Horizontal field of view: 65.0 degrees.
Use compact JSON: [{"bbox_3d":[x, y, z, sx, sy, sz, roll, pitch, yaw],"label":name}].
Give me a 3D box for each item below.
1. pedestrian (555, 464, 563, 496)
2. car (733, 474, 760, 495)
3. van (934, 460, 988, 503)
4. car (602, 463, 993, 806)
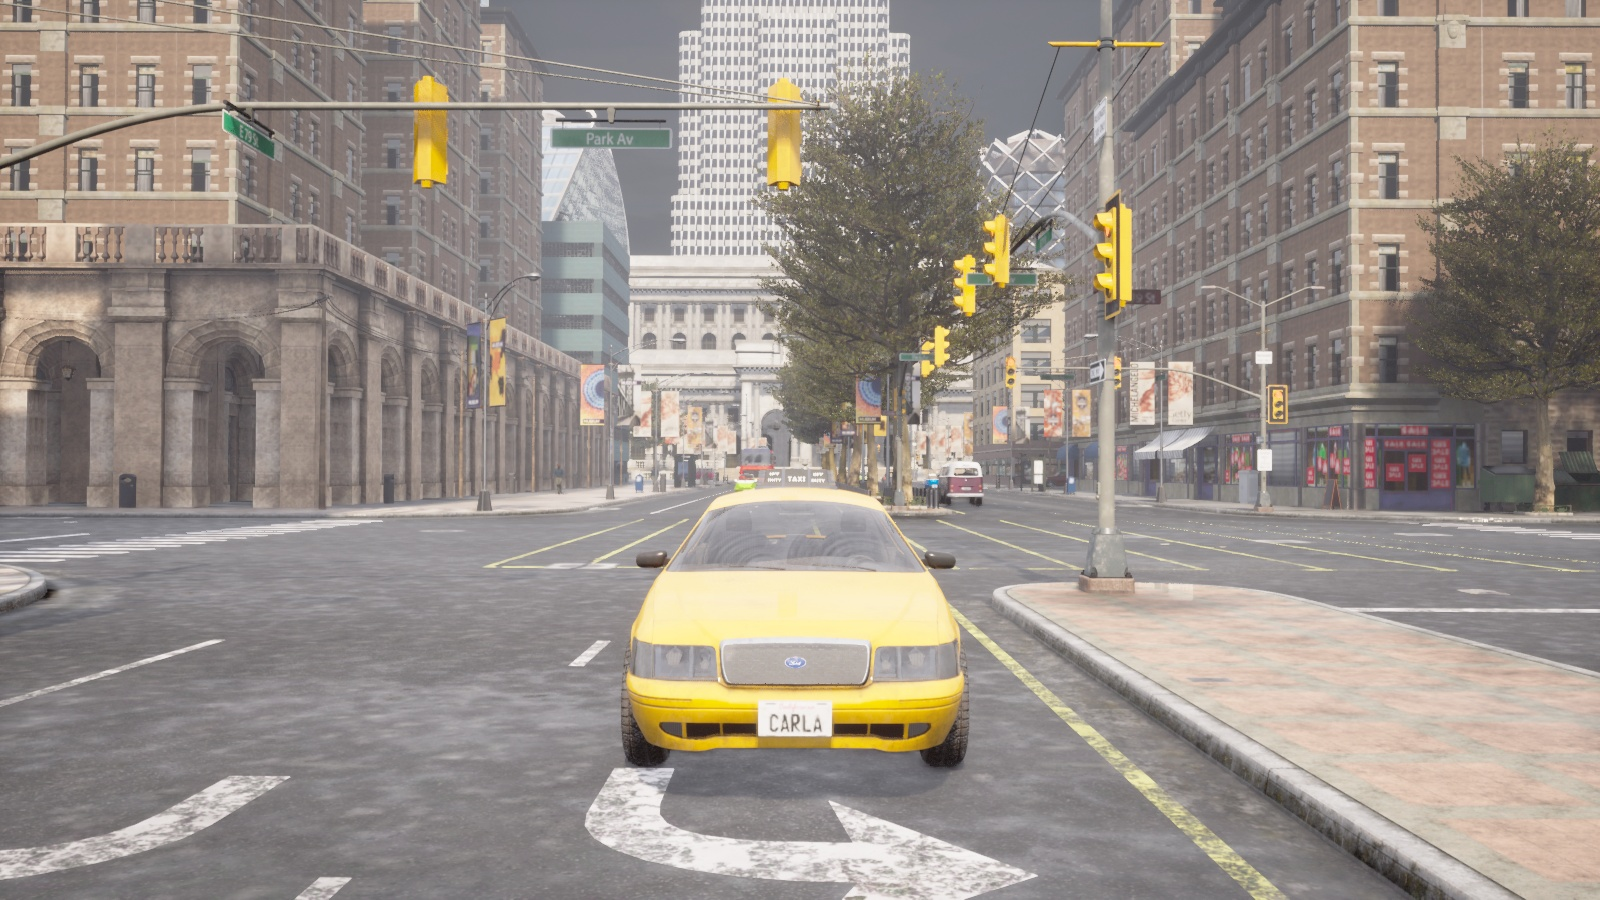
[{"bbox_3d":[-13.727,1.717,71.545,0.370,1.835,0.726,0,-1,0],"label":"pedestrian"},{"bbox_3d":[-3.458,2.244,81.727,1.481,1.376,2.207,-1,-1,4],"label":"car"},{"bbox_3d":[7.853,1.532,61.572,2.069,2.038,4.480,0,-1,0],"label":"van"},{"bbox_3d":[-0.020,0.895,8.489,1.801,1.575,5.366,0,-1,0],"label":"car"}]
